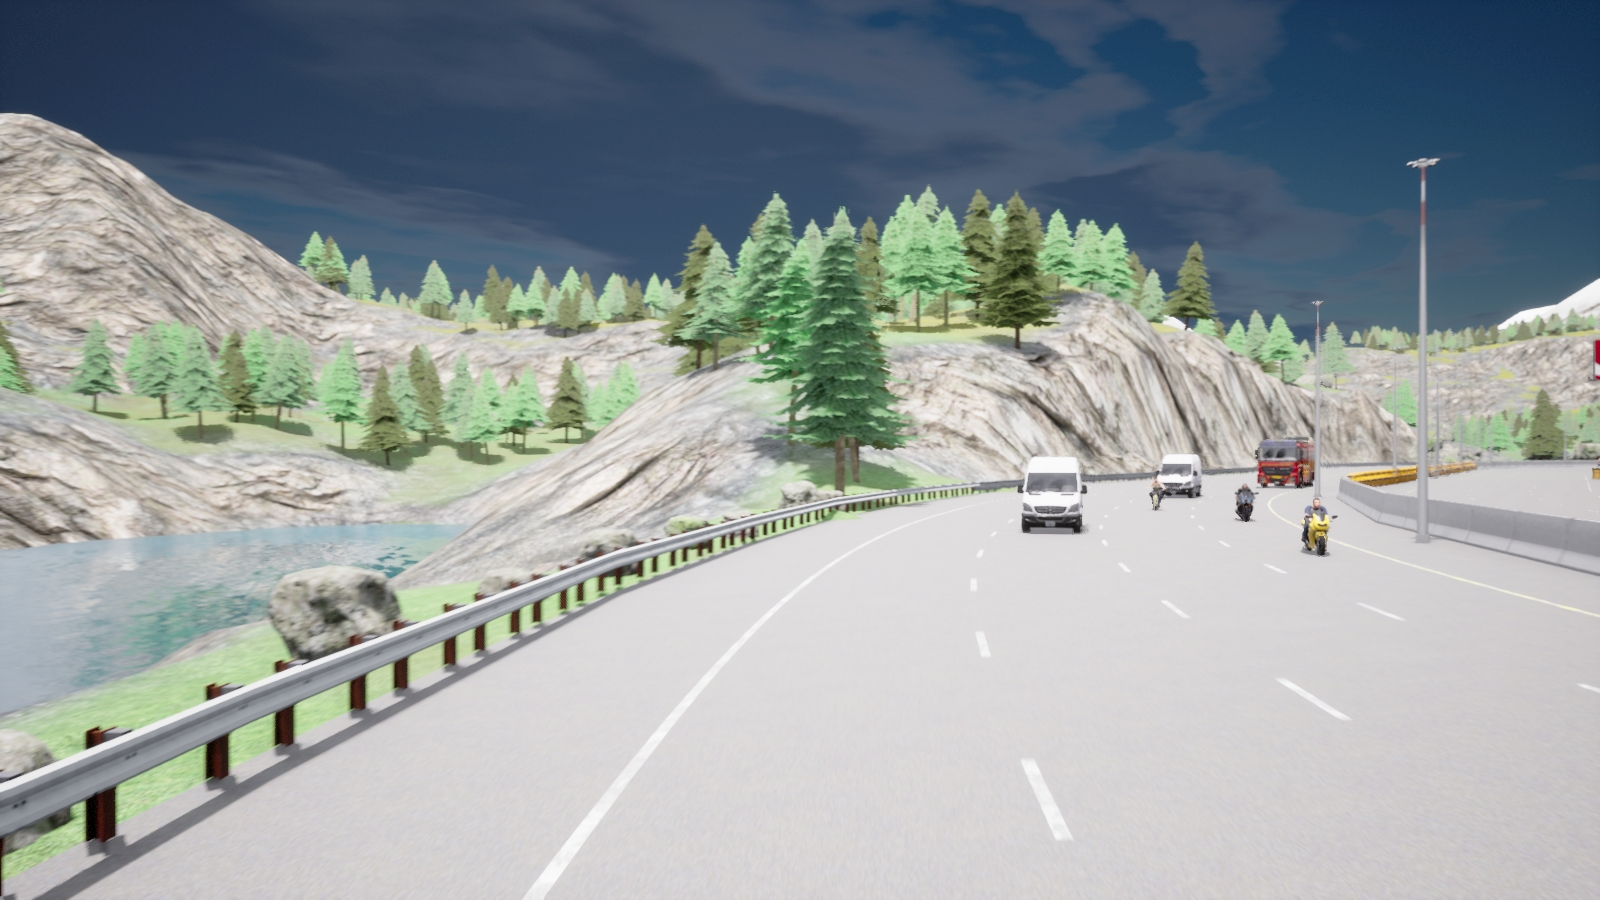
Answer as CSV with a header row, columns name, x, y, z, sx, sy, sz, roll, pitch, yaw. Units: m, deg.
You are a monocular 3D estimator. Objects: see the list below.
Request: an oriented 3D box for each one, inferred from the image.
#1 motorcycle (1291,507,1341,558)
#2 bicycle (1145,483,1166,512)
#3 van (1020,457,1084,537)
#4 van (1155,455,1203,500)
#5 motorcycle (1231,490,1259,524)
name,x,y,z,sx,sy,sz,roll,pitch,yaw
motorcycle,13.891,2.200,30.796,0.803,1.217,2.033,1,0,12
bicycle,16.468,2.177,52.876,0.859,1.295,1.487,0,0,19
van,8.971,1.549,40.337,1.988,2.561,5.915,0,0,15
van,22.666,1.574,68.139,1.988,2.561,5.915,0,0,25
motorcycle,17.600,2.235,45.225,0.867,1.251,2.209,0,0,17
